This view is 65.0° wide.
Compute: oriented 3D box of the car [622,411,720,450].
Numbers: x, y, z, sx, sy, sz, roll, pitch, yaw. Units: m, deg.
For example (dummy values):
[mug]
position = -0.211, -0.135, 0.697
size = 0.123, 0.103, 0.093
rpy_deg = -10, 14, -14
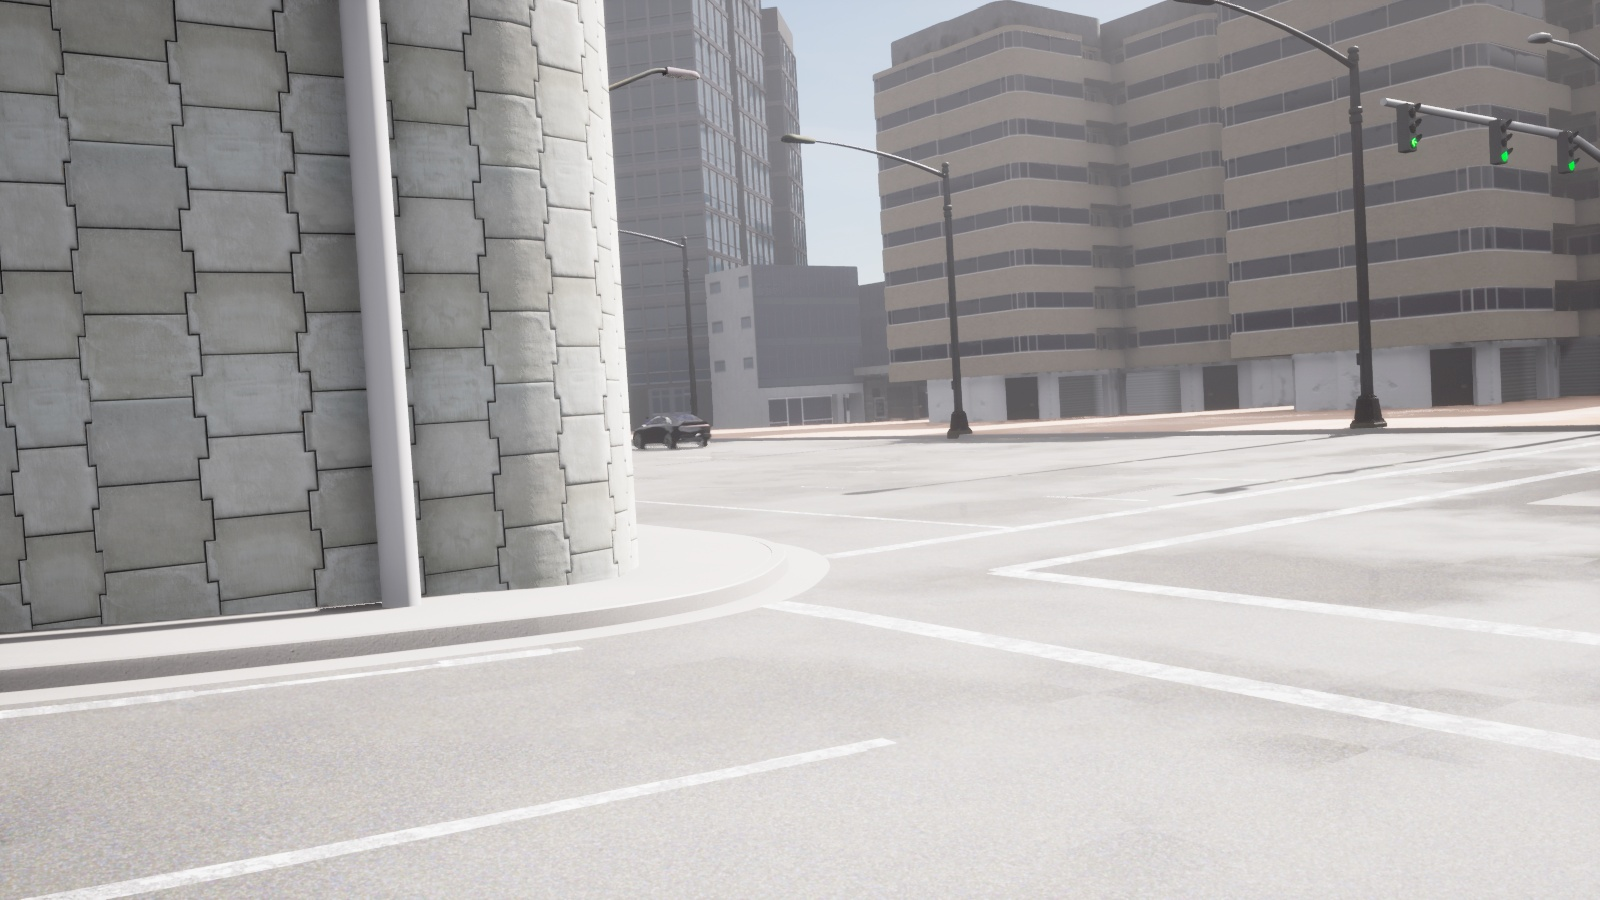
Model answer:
[car]
position = -5.799, -0.844, 55.941
size = 2.128, 1.511, 4.902
rpy_deg = -5, 3, -35
